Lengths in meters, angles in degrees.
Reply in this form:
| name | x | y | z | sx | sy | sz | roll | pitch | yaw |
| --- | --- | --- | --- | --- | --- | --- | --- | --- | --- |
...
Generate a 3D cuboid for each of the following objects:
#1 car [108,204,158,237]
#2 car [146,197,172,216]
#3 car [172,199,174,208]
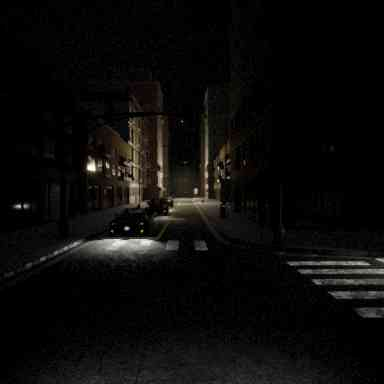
| name | x | y | z | sx | sy | sz | roll | pitch | yaw |
| --- | --- | --- | --- | --- | --- | --- | --- | --- | --- |
| car | -3.144 | 1.561 | 17.909 | 1.994 | 1.385 | 4.181 | 0 | 0 | -1 |
| car | -3.364 | 1.341 | 32.601 | 2.097 | 1.767 | 4.553 | 0 | 0 | -1 |
| car | -3.558 | 1.467 | 47.196 | 2.128 | 1.511 | 4.902 | 0 | 0 | 0 |
